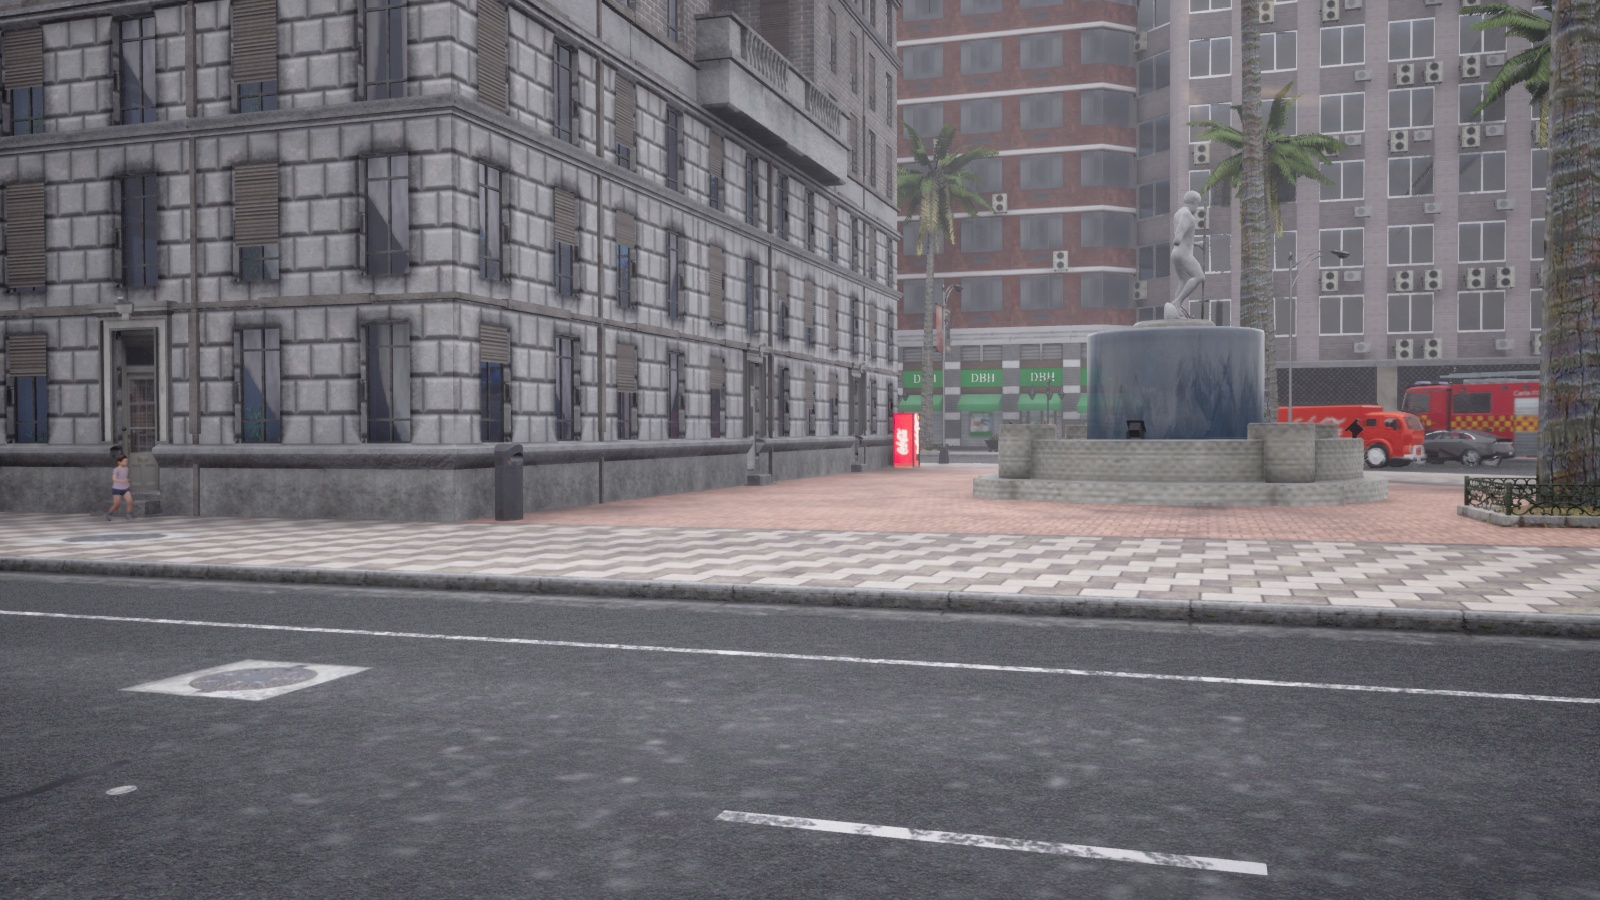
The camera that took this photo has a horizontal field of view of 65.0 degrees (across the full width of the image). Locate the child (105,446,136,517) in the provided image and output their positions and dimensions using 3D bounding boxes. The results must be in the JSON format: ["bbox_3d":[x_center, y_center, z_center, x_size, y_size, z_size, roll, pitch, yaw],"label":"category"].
[{"bbox_3d":[-10.833,0.502,20.022,0.394,1.110,0.255,1,1,26],"label":"child"}]

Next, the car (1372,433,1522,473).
[{"bbox_3d":[25.923,0.072,50.466,2.128,1.511,4.902,0,1,-36],"label":"car"}]

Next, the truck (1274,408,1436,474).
[{"bbox_3d":[21.948,-0.375,49.807,2.627,2.467,5.204,0,1,-42],"label":"truck"}]

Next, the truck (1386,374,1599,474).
[{"bbox_3d":[29.154,-1.062,52.035,2.891,3.827,8.468,0,1,-34],"label":"truck"}]
